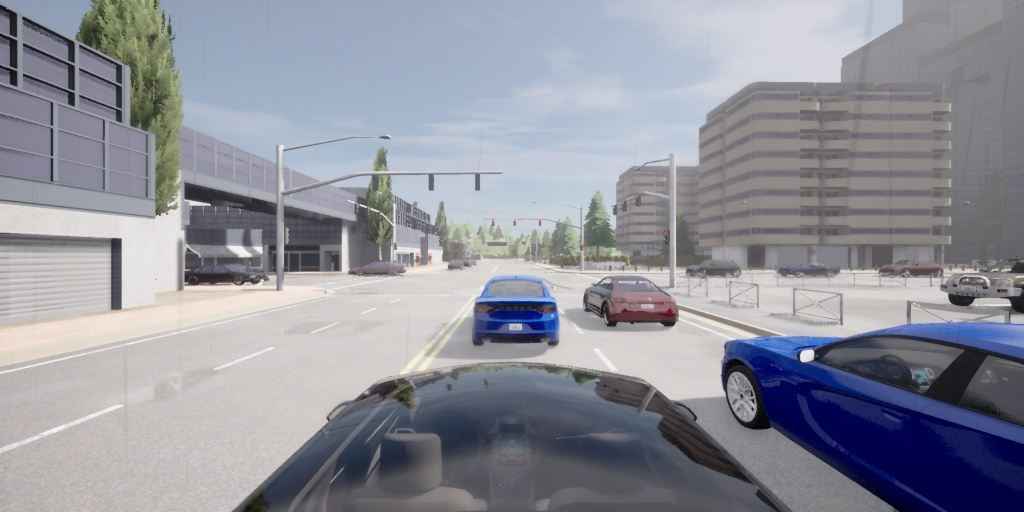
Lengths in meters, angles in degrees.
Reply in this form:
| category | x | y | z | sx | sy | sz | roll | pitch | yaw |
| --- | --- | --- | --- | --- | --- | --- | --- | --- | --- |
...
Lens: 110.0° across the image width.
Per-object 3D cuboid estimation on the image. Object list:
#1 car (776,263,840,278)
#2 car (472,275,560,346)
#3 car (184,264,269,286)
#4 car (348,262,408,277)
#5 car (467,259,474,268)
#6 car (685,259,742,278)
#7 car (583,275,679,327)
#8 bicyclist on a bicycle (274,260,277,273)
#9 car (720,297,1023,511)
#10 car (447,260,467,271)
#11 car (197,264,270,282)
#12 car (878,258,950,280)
| category | x | y | z | sx | sy | sz | roll | pitch | yaw |
| --- | --- | --- | --- | --- | --- | --- | --- | --- | --- |
| car | 27.676 | 1.351 | 33.595 | 4.718 | 1.301 | 1.895 | 0 | 0 | -1 |
| car | 0.095 | 1.228 | 9.446 | 1.882 | 1.535 | 5.008 | 0 | 0 | 0 |
| car | -19.937 | 1.297 | 24.758 | 5.357 | 1.411 | 2.033 | 0 | 0 | -1 |
| car | -13.015 | 1.297 | 35.117 | 5.357 | 1.411 | 2.033 | 0 | 0 | -13 |
| car | -8.047 | 1.351 | 61.469 | 1.895 | 1.301 | 4.718 | 0 | 0 | -1 |
| car | 18.689 | 1.102 | 33.411 | 4.553 | 1.767 | 2.097 | 0 | 0 | -1 |
| car | 3.603 | 1.314 | 11.578 | 1.994 | 1.385 | 4.181 | 0 | 0 | 0 |
| bicyclist on a bicycle | -25.837 | 1.053 | 39.663 | 0.582 | 1.620 | 1.656 | 0 | 0 | -1 |
| car | 3.603 | 1.228 | 2.594 | 1.882 | 1.535 | 5.008 | 0 | 0 | 0 |
| car | -7.870 | 1.257 | 50.304 | 1.837 | 1.490 | 4.892 | 0 | -1 | -1 |
| car | -21.818 | 1.314 | 28.233 | 4.181 | 1.385 | 1.994 | 0 | 0 | -1 |
| car | 37.472 | 1.102 | 33.781 | 4.553 | 1.767 | 2.097 | 0 | 0 | -1 |
